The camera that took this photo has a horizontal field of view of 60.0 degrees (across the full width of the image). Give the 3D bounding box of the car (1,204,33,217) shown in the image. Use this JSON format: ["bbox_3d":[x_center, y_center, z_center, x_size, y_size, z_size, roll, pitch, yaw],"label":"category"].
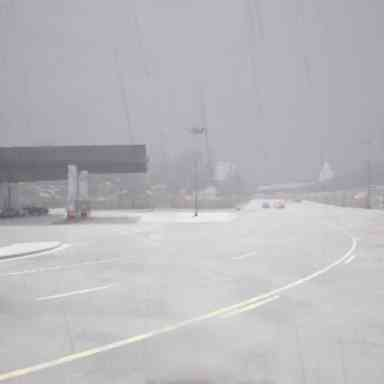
[{"bbox_3d":[-27.257,3.017,51.306,3.806,1.475,1.970,-1,-2,12],"label":"car"}]

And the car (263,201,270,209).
[{"bbox_3d":[20.066,3.774,89.398,2.033,1.411,5.357,-1,-2,12],"label":"car"}]

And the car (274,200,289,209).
[{"bbox_3d":[22.158,3.393,82.583,2.097,1.767,4.553,-1,-2,12],"label":"car"}]

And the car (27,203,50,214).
[{"bbox_3d":[-26.800,3.006,57.086,4.611,1.667,2.242,-1,-2,12],"label":"car"}]
